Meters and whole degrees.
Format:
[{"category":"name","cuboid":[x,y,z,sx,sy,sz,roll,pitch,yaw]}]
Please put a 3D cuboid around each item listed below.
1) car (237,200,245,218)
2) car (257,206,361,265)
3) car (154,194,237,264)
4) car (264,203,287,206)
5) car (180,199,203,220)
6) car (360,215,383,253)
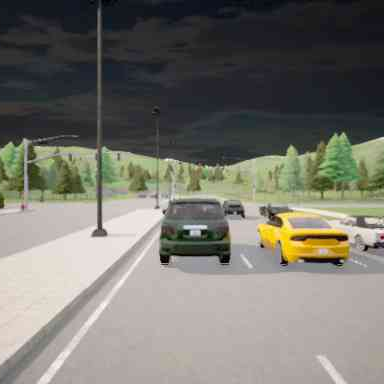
[{"category":"car","cuboid":[3.481,1.450,29.406,1.837,1.490,4.892,0,0,0]},{"category":"car","cuboid":[3.583,1.456,11.572,1.882,1.535,5.008,0,0,0]},{"category":"car","cuboid":[0.080,1.200,11.807,2.150,2.045,5.566,0,0,0]},{"category":"car","cuboid":[6.989,1.549,28.184,1.895,1.301,4.718,0,0,0]},{"category":"car","cuboid":[-0.017,1.451,29.004,1.837,1.490,4.892,0,0,0]},{"category":"car","cuboid":[7.076,1.576,13.601,1.895,1.301,4.718,0,0,0]}]
